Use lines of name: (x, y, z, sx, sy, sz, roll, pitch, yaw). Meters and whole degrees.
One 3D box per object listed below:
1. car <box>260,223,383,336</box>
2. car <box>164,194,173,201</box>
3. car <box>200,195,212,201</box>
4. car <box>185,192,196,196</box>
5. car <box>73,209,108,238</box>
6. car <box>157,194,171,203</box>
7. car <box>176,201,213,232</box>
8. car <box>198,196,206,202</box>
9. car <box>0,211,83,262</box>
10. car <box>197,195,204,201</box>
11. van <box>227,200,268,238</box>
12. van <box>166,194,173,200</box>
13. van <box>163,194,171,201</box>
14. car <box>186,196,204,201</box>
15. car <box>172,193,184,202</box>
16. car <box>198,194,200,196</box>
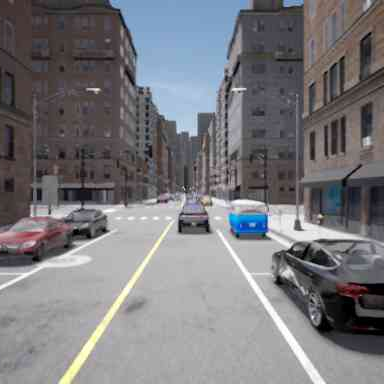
car: (2.857, 1.570, 6.682, 1.947, 1.339, 4.313, 0, 0, 0)
car: (-6.308, 1.340, 89.807, 2.192, 1.841, 5.009, 0, 0, -1)
car: (2.661, 1.554, 56.939, 1.752, 1.417, 4.829, 0, 0, -1)
car: (-0.586, 1.549, 85.879, 2.128, 1.511, 4.902, 0, 0, -1)
car: (-5.666, 1.577, 17.572, 1.947, 1.339, 4.313, 0, 0, 0)
car: (-6.010, 1.345, 67.706, 2.192, 1.841, 5.009, 0, 0, -1)
car: (0.098, 1.504, 20.111, 2.128, 1.511, 4.902, 0, 0, 0)
car: (2.366, 1.573, 78.871, 1.887, 1.381, 4.507, 0, 0, -1)
car: (-5.667, 1.589, 12.121, 1.802, 1.307, 4.206, 0, 0, 0)
car: (2.217, 1.607, 89.922, 1.802, 1.307, 4.206, 0, 0, -1)
van: (2.859, 1.352, 17.580, 1.690, 1.788, 3.998, 0, 0, 0)
van: (-6.379, 1.363, 95.332, 1.690, 1.788, 3.998, 0, 0, -1)
van: (-6.233, 1.369, 84.282, 1.690, 1.788, 3.998, 0, 0, -1)
car: (0.082, 1.548, 38.938, 1.812, 1.442, 4.674, 0, 0, 0)
car: (-3.502, 1.384, 79.665, 2.097, 1.767, 4.553, 0, 0, -1)
car: (2.589, 1.470, 62.294, 1.967, 1.590, 4.097, 0, 0, -1)
